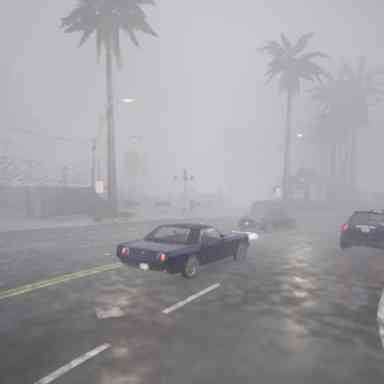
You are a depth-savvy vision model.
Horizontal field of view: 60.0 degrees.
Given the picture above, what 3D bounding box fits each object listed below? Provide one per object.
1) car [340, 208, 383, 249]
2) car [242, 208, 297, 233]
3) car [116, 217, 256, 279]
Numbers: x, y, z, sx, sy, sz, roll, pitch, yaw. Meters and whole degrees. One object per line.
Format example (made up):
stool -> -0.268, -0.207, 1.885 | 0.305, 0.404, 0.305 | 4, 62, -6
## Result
car -> 8.249, 1.545, 14.456 | 2.097, 1.767, 4.553 | 1, 0, 45
car -> 4.750, 1.698, 20.905 | 4.181, 1.385, 1.994 | 1, 0, -40
car -> 0.043, 1.620, 10.234 | 1.895, 1.301, 4.718 | 1, 0, 34
